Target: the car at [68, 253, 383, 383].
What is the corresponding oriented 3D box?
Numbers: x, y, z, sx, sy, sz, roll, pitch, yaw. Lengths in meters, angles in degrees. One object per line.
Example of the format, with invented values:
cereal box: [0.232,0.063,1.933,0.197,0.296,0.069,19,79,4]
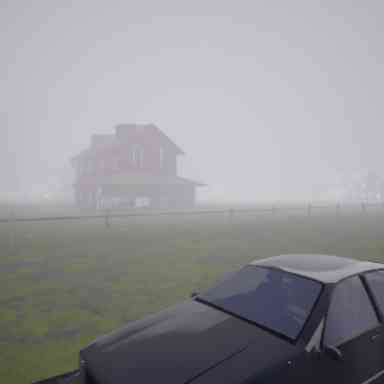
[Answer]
car: [1.426,1.551,4.088,5.357,1.411,2.033,0,0,-35]
